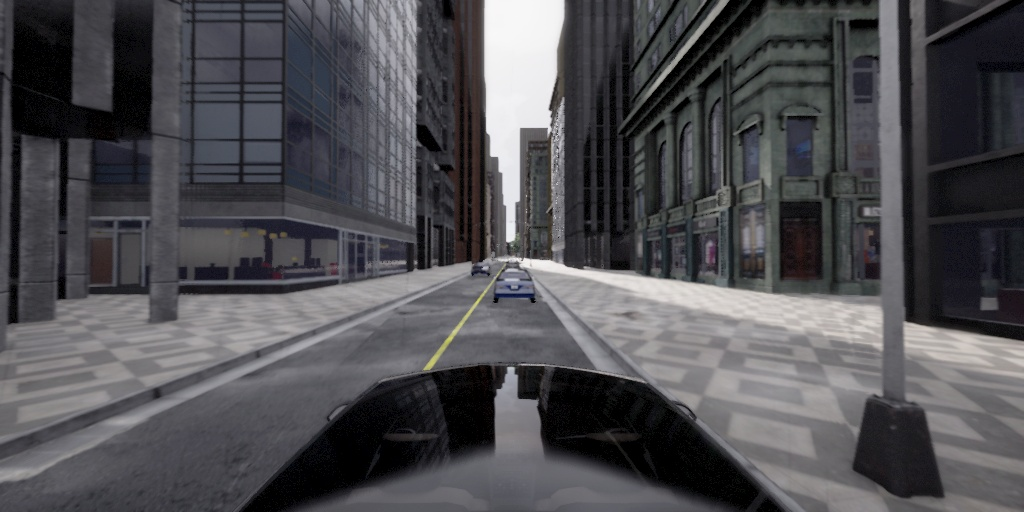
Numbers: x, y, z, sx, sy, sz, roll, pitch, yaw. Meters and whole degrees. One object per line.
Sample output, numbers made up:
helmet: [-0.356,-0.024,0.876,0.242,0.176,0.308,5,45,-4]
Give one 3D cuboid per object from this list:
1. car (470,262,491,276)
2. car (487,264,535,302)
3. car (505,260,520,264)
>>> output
car: [-3.037,1.292,36.624,2.033,1.411,5.357,0,0,1]
car: [0.101,1.301,16.971,2.033,1.411,5.357,0,0,0]
car: [0.103,1.222,47.813,2.128,1.511,4.902,0,0,0]
